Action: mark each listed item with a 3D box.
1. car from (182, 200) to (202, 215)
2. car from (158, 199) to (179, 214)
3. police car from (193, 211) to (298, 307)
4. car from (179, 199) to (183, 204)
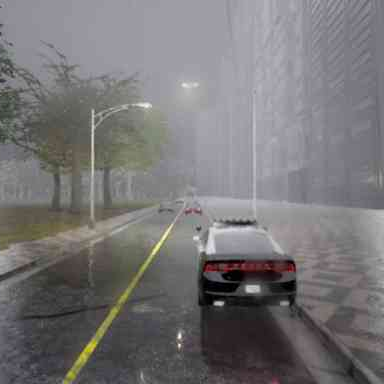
[{"bbox_3d":[0.141,1.874,37.188,1.895,1.301,4.718,0,0,0],"label":"car"},{"bbox_3d":[-3.032,1.841,40.414,2.033,1.411,5.357,0,0,0],"label":"car"},{"bbox_3d":[1.061,1.495,8.353,1.930,1.638,5.238,0,0,0],"label":"police car"},{"bbox_3d":[-2.876,2.146,74.919,1.895,1.301,4.718,0,0,0],"label":"car"}]
